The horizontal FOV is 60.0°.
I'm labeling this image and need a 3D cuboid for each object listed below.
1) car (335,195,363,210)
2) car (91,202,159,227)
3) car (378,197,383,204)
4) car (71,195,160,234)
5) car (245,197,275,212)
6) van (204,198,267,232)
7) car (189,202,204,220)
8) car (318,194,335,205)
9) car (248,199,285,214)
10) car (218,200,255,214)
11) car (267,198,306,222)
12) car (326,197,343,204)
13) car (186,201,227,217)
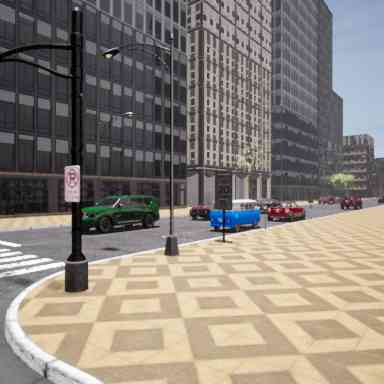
[{"bbox_3d":[21.323,1.368,44.426,2.192,1.841,5.009,0,0,38],"label":"car"},{"bbox_3d":[-4.657,1.538,23.941,1.752,1.417,4.829,0,0,38],"label":"car"},{"bbox_3d":[38.347,1.658,66.425,1.947,1.339,4.313,0,0,38],"label":"car"},{"bbox_3d":[-4.380,1.236,20.019,2.150,2.045,5.566,0,0,39],"label":"car"},{"bbox_3d":[8.281,1.469,40.449,1.967,1.590,4.097,0,0,38],"label":"car"},{"bbox_3d":[2.723,1.367,20.209,1.690,1.788,3.998,0,0,38],"label":"van"},{"bbox_3d":[1.837,1.623,28.086,1.895,1.301,4.718,0,0,38],"label":"car"},{"bbox_3d":[25.306,1.379,62.450,2.192,1.841,5.009,0,0,38],"label":"car"},{"bbox_3d":[8.224,1.521,36.322,2.128,1.511,4.902,0,0,38],"label":"car"},{"bbox_3d":[4.876,1.569,36.048,1.887,1.381,4.507,0,0,38],"label":"car"},{"bbox_3d":[7.703,1.471,26.825,1.967,1.590,4.097,0,0,38],"label":"car"},{"bbox_3d":[28.711,1.623,66.849,2.008,1.369,4.403,0,0,38],"label":"car"},{"bbox_3d":[1.471,1.602,31.648,1.802,1.307,4.206,0,0,38],"label":"car"}]
